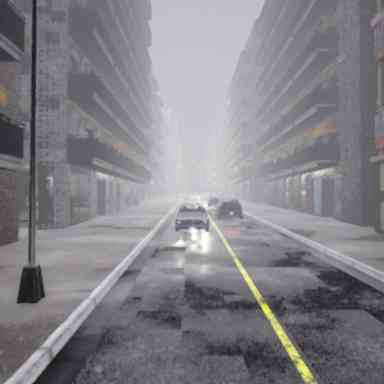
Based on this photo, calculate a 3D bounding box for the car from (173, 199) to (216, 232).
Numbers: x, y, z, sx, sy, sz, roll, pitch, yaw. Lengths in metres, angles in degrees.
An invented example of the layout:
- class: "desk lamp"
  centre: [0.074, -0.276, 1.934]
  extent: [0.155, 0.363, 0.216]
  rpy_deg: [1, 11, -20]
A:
- class: "car"
  centre: [0.019, 1.337, 18.720]
  extent: [2.033, 1.411, 5.357]
  rpy_deg: [0, 1, 0]

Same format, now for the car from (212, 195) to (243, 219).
- class: "car"
  centre: [2.817, 1.218, 25.819]
  extent: [1.837, 1.490, 4.892]
  rpy_deg: [0, 0, 1]

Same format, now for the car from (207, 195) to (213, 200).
- class: "car"
  centre: [2.832, 1.047, 40.459]
  extent: [2.128, 1.511, 4.902]
  rpy_deg: [0, 1, 1]
